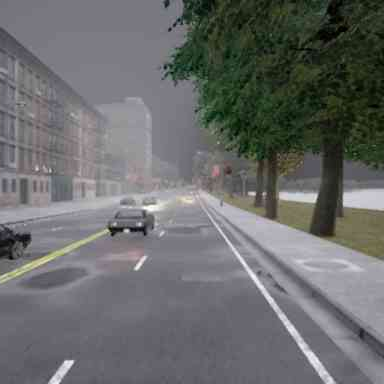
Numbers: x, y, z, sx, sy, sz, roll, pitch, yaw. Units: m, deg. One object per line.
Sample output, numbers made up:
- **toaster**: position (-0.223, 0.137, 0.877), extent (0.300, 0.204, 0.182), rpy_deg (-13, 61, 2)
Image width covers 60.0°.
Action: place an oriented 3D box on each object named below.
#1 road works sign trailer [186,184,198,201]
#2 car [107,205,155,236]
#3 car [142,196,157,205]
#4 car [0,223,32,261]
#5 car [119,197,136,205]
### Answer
- **road works sign trailer**: position (0.022, 0.125, 68.036), extent (2.380, 3.560, 2.880), rpy_deg (0, 1, 0)
- **car**: position (-3.144, 1.584, 18.232), extent (1.895, 1.301, 4.718), rpy_deg (0, 0, 0)
- **car**: position (-6.555, 1.383, 51.163), extent (2.128, 1.511, 4.902), rpy_deg (0, 0, 0)
- **car**: position (-6.597, 1.594, 9.540), extent (1.895, 1.301, 4.718), rpy_deg (0, 0, 0)
- **car**: position (-9.801, 1.439, 51.167), extent (2.033, 1.411, 5.357), rpy_deg (0, 0, 0)
